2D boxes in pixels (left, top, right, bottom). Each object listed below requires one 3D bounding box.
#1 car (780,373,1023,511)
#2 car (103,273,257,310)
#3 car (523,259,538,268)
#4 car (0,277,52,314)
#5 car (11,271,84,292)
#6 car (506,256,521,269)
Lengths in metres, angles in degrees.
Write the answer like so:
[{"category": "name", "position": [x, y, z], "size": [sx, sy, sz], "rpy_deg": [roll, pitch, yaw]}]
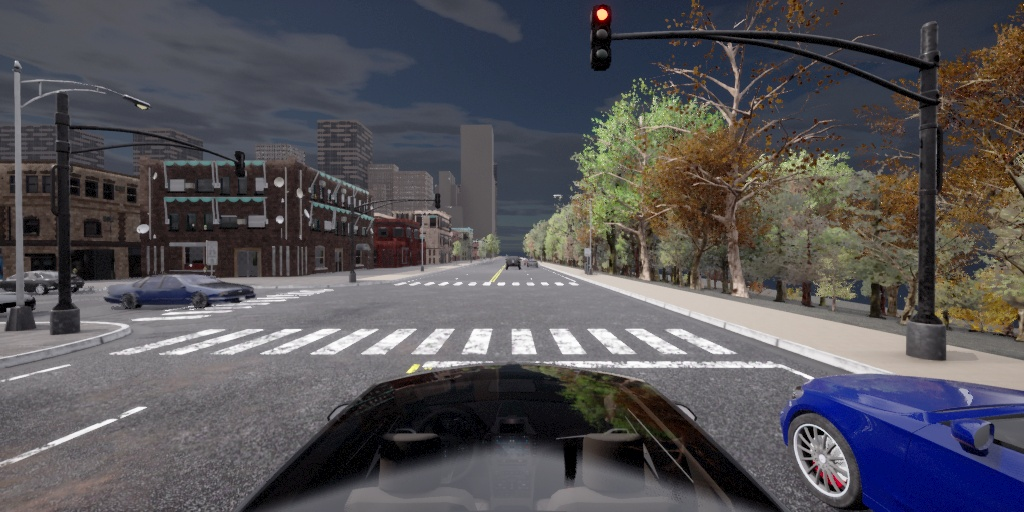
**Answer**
[{"category": "car", "position": [3.346, 1.276, 1.351], "size": [1.812, 1.442, 4.674], "rpy_deg": [0, 0, 2]}, {"category": "car", "position": [-13.977, 1.444, 15.203], "size": [5.357, 1.411, 2.033], "rpy_deg": [-1, 0, 4]}, {"category": "car", "position": [3.466, 1.219, 62.104], "size": [2.128, 1.511, 4.902], "rpy_deg": [0, 0, 0]}, {"category": "car", "position": [-19.926, 1.565, 12.792], "size": [4.313, 1.339, 1.948], "rpy_deg": [0, 0, 0]}, {"category": "car", "position": [-28.242, 1.560, 21.321], "size": [4.403, 1.370, 2.007], "rpy_deg": [0, 0, 0]}, {"category": "car", "position": [0.203, 0.952, 55.126], "size": [2.150, 2.045, 5.566], "rpy_deg": [0, 0, 0]}]
